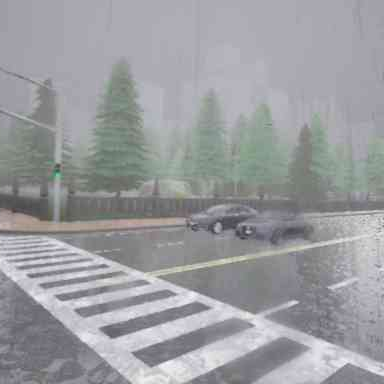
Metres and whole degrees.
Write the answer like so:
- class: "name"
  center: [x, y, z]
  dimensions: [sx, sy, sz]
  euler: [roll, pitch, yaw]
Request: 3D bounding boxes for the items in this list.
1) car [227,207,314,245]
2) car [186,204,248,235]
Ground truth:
- class: "car"
  center: [3.920, 1.566, 15.582]
  dimensions: [4.181, 1.385, 1.994]
  euler: [1, 1, -42]
- class: "car"
  center: [1.825, 1.419, 18.400]
  dimensions: [4.892, 1.490, 1.837]
  euler: [1, 1, -42]
